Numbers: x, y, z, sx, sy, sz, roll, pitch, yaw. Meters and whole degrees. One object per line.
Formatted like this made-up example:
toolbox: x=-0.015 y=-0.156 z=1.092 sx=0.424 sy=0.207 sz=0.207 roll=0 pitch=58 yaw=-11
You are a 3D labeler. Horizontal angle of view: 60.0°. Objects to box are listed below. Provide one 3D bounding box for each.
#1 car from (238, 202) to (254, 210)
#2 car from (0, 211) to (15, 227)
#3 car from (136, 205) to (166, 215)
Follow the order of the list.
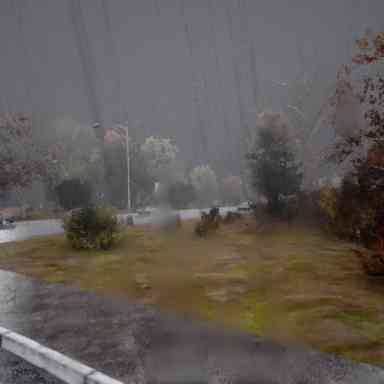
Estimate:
car: x=8.659 y=2.204 z=51.466 sx=1.994 sy=1.385 sz=4.181 roll=-3 pitch=-2 yaw=32
car: x=-18.217 y=2.424 z=29.238 sx=2.128 sy=1.511 sz=4.902 roll=-3 pitch=-2 yaw=33
car: x=-5.946 y=2.616 z=48.326 sx=1.895 sy=1.301 sz=4.718 roll=-3 pitch=-2 yaw=32
